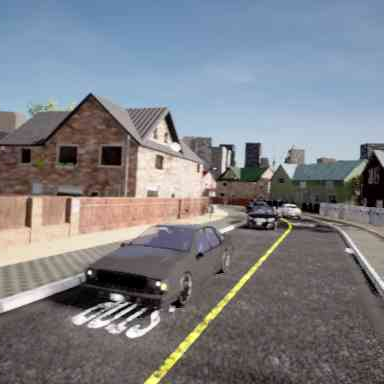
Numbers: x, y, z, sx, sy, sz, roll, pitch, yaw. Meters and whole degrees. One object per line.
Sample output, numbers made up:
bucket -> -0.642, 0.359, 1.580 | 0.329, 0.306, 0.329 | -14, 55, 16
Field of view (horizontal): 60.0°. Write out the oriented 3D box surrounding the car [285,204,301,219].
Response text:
car -> 10.437, 2.061, 36.069 | 1.812, 1.442, 4.674 | 3, 0, 2

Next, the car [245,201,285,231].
car -> 4.895, 1.675, 22.585 | 2.128, 1.511, 4.902 | 3, 0, 18

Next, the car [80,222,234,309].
car -> -0.337, 1.493, 8.258 | 2.033, 1.411, 5.357 | 3, 0, 21

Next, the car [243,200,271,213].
car -> 9.310, 2.012, 47.985 | 2.128, 1.511, 4.902 | 3, 0, -13
